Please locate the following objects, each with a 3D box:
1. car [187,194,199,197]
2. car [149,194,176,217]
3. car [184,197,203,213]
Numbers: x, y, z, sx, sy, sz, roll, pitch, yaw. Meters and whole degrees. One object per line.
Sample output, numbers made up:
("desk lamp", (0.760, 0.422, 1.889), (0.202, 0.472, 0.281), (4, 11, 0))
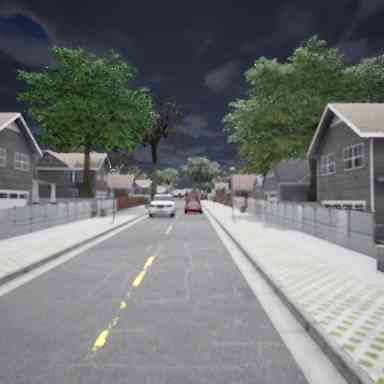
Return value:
("car", (0.153, 1.304, 48.601), (2.150, 2.045, 5.566), (0, 0, 0))
("car", (-2.714, 1.227, 31.478), (2.150, 2.045, 5.566), (0, 0, 0))
("car", (0.146, 1.600, 36.893), (1.994, 1.385, 4.181), (0, 0, 0))
